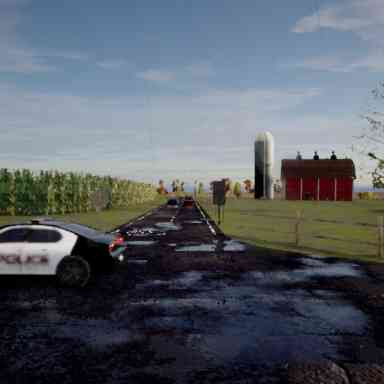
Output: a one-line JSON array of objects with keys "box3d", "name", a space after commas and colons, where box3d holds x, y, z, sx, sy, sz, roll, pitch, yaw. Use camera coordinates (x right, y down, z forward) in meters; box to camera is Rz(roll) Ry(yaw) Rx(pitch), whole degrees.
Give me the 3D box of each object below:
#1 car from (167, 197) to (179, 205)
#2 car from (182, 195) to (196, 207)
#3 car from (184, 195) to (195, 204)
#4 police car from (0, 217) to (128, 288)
[{"box3d": [-3.225, 1.589, 57.716, 1.994, 1.385, 4.181, 0, 0, 0], "name": "car"}, {"box3d": [-0.436, 1.524, 53.124, 1.837, 1.490, 4.892, 0, 0, 0], "name": "car"}, {"box3d": [-0.525, 1.385, 63.530, 2.097, 1.767, 4.553, 0, 0, -1], "name": "car"}, {"box3d": [-4.245, 1.475, 8.586, 4.974, 1.542, 2.038, 1, 0, -1], "name": "police car"}]
